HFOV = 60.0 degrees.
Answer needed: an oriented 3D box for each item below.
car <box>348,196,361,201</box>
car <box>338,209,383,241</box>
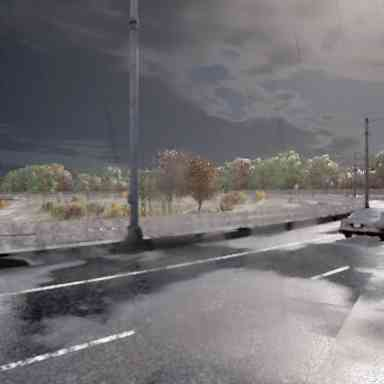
[{"bbox_3d":[39.659,1.561,81.539,2.033,1.411,5.357,0,0,6],"label":"car"},{"bbox_3d":[9.186,1.550,16.710,2.033,1.411,5.357,0,0,45],"label":"car"}]
